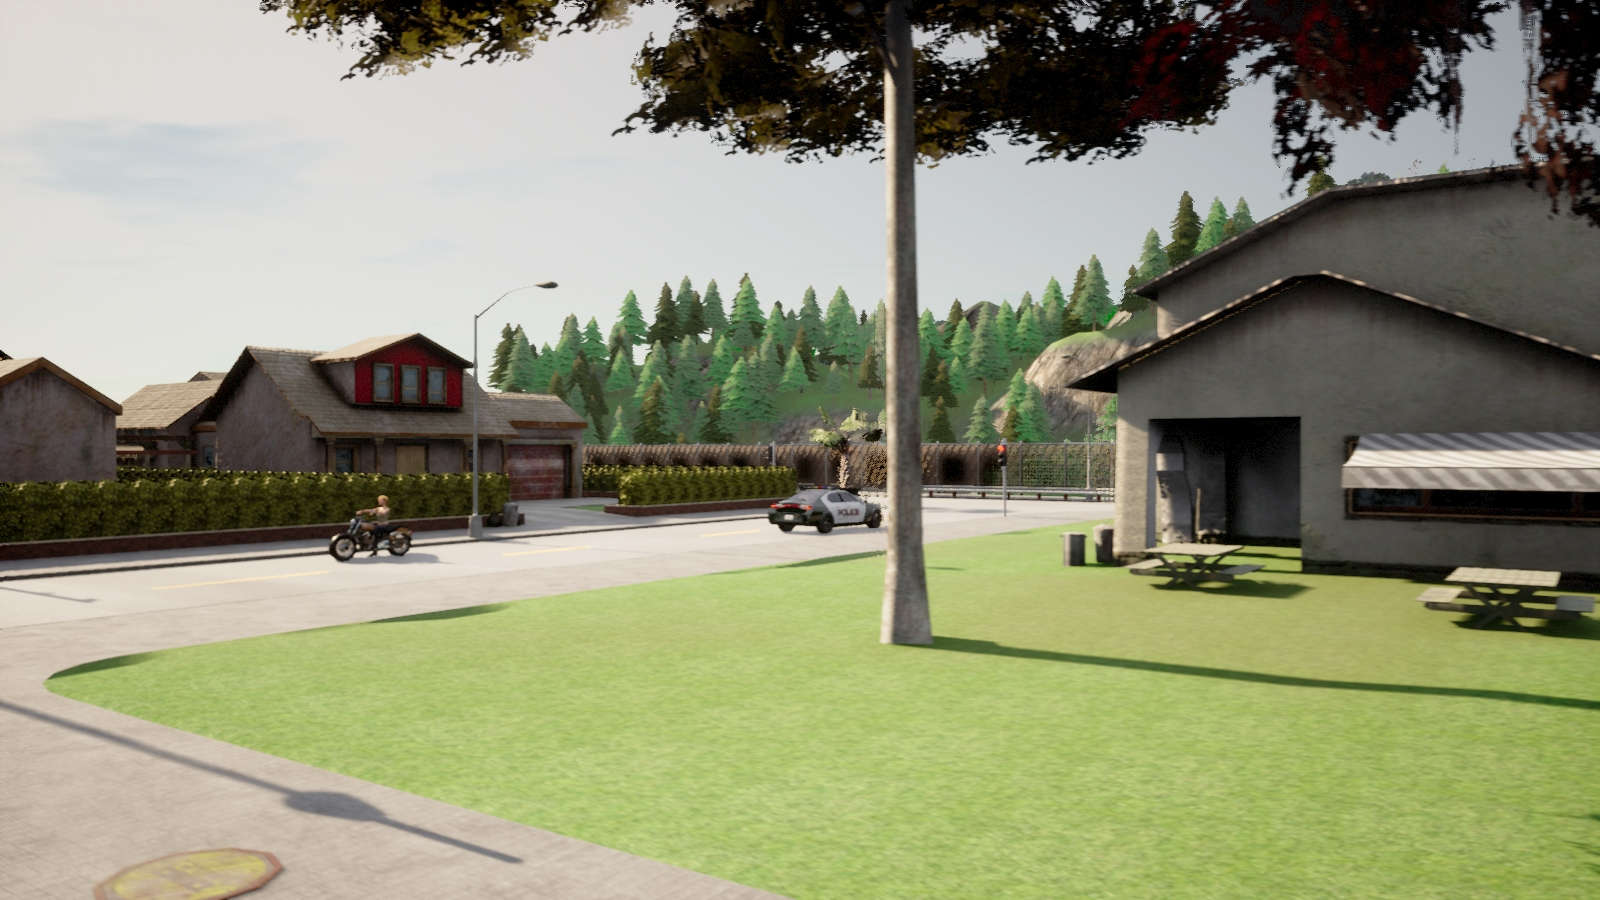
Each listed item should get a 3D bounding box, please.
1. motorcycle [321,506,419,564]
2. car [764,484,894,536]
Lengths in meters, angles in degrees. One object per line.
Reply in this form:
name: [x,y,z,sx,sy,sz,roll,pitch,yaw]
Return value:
motorcycle: [-11.123,2.174,29.633,0.764,1.307,2.356,0,0,35]
car: [1.099,2.054,40.127,2.038,1.542,4.974,0,0,37]
